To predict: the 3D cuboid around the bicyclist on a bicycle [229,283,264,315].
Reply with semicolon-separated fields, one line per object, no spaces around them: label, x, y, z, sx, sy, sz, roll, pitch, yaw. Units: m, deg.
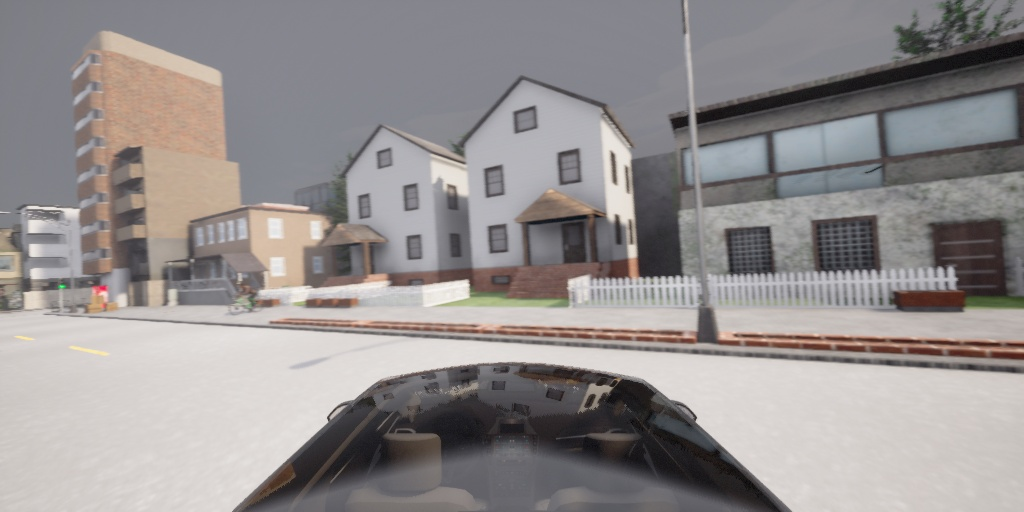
bicyclist on a bicycle;-13.877;2.213;18.738;0.582;1.620;1.656;-4;0;29
